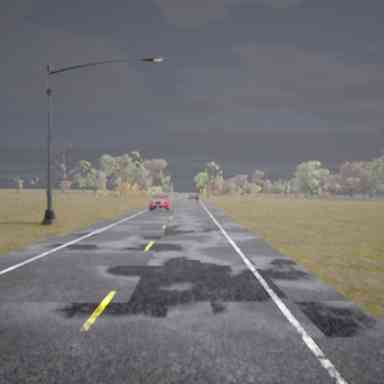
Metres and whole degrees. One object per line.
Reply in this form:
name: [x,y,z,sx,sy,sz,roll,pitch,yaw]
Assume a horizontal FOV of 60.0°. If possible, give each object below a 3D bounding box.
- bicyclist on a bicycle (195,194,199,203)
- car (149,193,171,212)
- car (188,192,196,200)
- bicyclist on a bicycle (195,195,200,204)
bicyclist on a bicycle: [0.974,1.183,63.192,0.659,1.776,1.843,0,0,0]
car: [-3.588,1.112,37.929,2.150,2.045,5.566,0,0,0]
car: [0.015,1.204,82.399,2.128,1.511,4.902,0,0,0]
bicyclist on a bicycle: [0.973,1.293,54.184,0.582,1.620,1.656,0,0,0]
